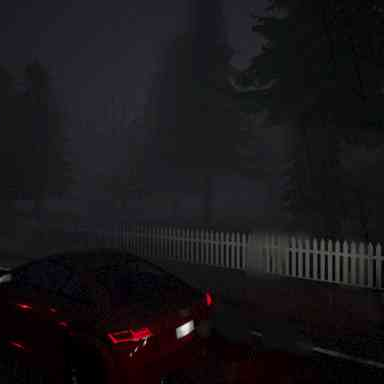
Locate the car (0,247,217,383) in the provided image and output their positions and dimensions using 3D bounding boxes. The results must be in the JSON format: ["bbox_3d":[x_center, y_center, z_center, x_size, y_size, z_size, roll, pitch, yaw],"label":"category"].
[{"bbox_3d":[-1.727,1.564,5.008,4.181,1.385,1.994,0,0,35],"label":"car"}]
